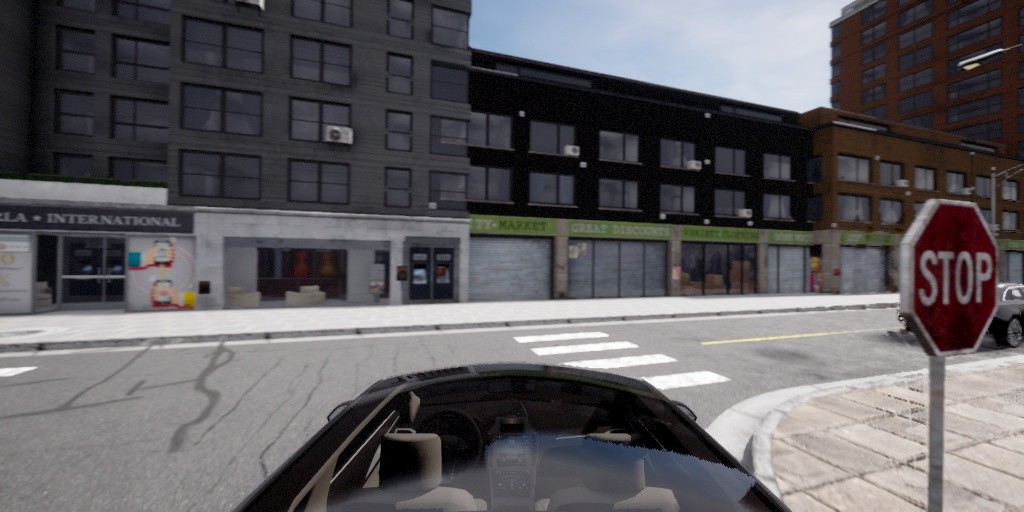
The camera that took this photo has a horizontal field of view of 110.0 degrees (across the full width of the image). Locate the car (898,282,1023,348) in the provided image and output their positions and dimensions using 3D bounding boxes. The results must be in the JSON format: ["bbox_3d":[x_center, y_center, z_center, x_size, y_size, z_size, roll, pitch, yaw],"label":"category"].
[{"bbox_3d":[12.942,1.443,9.768,4.902,1.511,2.128,1,0,-18],"label":"car"}]
